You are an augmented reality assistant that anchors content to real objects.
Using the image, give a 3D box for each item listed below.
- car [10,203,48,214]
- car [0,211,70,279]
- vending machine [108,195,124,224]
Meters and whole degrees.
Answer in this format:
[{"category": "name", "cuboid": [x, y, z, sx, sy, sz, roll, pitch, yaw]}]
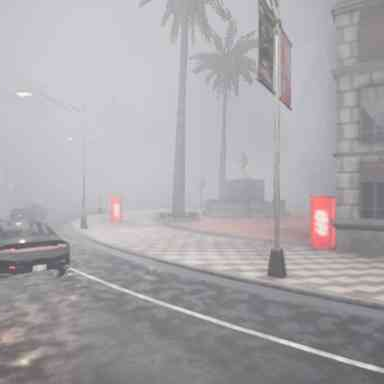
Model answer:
[{"category": "car", "cuboid": [-13.490, 1.629, 27.606, 1.812, 1.442, 4.674, 0, 0, -9]}, {"category": "car", "cuboid": [-5.074, 1.527, 9.422, 2.128, 1.511, 4.902, 0, 0, -41]}, {"category": "vending machine", "cuboid": [-5.796, 1.313, 25.364, 1.100, 2.100, 0.880, 0, 0, -16]}]
